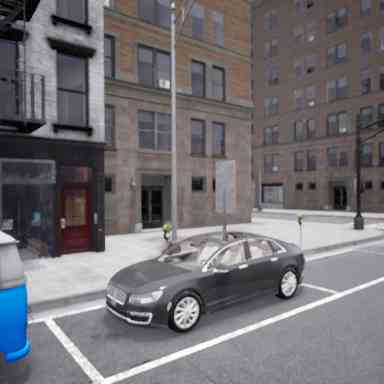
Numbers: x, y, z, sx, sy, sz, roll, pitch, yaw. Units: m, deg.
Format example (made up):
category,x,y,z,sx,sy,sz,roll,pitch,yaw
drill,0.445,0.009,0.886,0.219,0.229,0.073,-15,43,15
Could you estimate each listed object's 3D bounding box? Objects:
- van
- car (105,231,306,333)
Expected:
category,x,y,z,sx,sy,sz,roll,pitch,yaw
van,-3.822,1.351,3.371,3.998,1.788,1.690,-1,0,-37
car,0.487,1.514,6.639,4.403,1.369,2.008,-1,0,-37
